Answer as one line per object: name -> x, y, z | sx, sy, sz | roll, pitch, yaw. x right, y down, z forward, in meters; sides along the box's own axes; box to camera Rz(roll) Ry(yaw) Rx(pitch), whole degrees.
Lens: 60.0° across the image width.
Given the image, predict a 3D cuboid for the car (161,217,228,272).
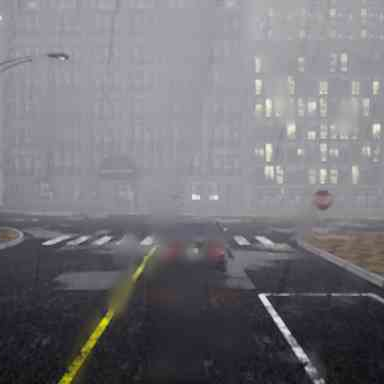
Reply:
car -> 0.181, 1.533, 10.762 | 2.033, 1.411, 5.357 | 0, 0, 3
